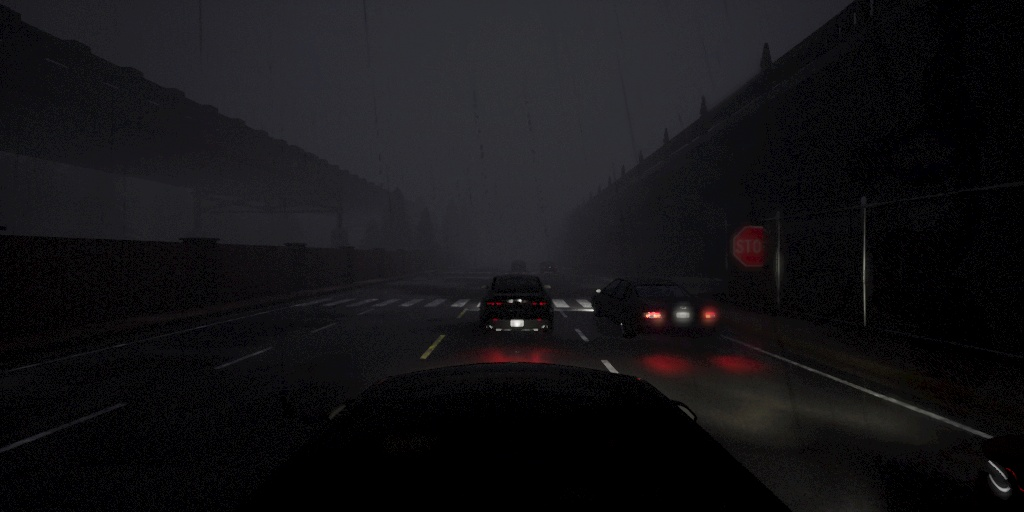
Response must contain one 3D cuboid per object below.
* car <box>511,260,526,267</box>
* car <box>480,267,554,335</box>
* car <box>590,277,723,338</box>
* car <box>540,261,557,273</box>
[{"bbox_3d":[0.856,1.232,45.968,1.882,1.535,5.008,0,0,1],"label":"car"},{"bbox_3d":[0.120,1.257,10.508,1.837,1.490,4.892,0,0,0],"label":"car"},{"bbox_3d":[3.622,1.298,10.096,2.033,1.411,5.357,0,0,0],"label":"car"},{"bbox_3d":[4.281,1.302,42.517,2.033,1.411,5.357,0,0,1],"label":"car"}]
